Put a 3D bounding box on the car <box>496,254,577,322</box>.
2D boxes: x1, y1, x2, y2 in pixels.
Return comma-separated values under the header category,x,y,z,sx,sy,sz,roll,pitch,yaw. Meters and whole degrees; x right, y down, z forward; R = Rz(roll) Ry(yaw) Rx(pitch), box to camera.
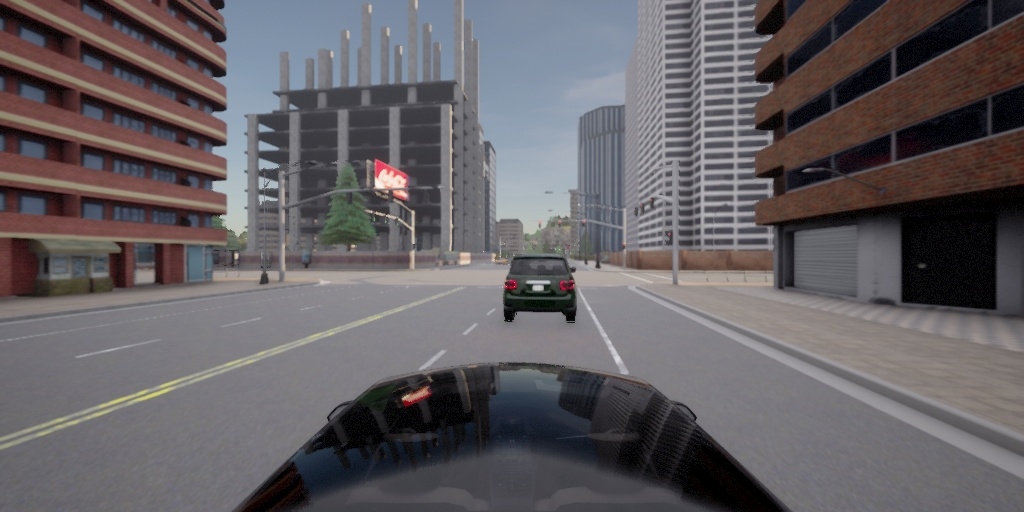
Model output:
category,x,y,z,sx,sy,sz,roll,pitch,yaw
car,1.032,0.948,12.358,2.150,2.045,5.566,0,0,7
